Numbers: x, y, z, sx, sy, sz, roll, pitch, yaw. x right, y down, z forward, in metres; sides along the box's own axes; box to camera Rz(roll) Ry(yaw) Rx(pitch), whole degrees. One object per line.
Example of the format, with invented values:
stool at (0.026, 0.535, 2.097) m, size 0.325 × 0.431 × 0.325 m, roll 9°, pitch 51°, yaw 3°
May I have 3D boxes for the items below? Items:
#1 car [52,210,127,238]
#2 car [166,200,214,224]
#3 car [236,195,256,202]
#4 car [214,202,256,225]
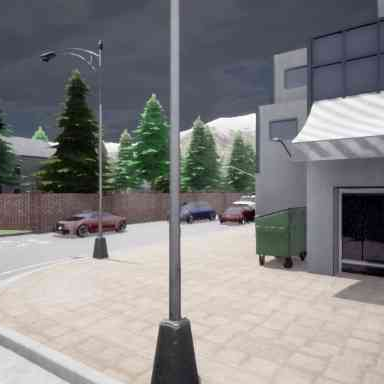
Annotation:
car at (-5.827, 1.740, 19.270) m, size 1.994 × 1.385 × 4.181 m, roll 0°, pitch 0°, yaw 37°
car at (-0.040, 1.528, 27.085) m, size 2.097 × 1.767 × 4.553 m, roll 0°, pitch 0°, yaw 37°
car at (6.137, 1.398, 35.409) m, size 2.150 × 2.045 × 5.566 m, roll 0°, pitch 0°, yaw 36°
car at (3.892, 1.740, 26.245) m, size 1.994 × 1.385 × 4.181 m, roll 0°, pitch 0°, yaw 37°
